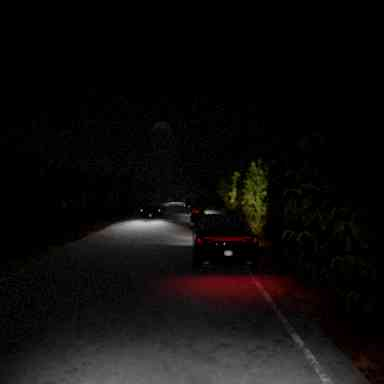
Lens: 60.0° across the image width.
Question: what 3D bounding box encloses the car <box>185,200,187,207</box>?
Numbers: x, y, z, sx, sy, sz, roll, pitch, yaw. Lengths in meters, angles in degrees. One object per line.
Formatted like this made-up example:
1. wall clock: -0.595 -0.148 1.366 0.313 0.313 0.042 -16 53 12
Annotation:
1. car: 0.007 1.446 48.215 2.033 1.411 5.357 0 0 0

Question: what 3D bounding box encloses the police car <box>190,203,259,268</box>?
1. police car: 0.959 1.401 11.361 1.930 1.638 5.238 0 0 0

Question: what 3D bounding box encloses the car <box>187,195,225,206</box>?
1. car: 0.960 1.176 21.280 2.150 2.045 5.566 0 0 0

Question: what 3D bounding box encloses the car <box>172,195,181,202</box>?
1. car: -3.200 1.368 69.246 2.128 1.511 4.902 0 0 0

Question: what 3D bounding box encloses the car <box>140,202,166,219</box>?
1. car: -3.300 1.540 28.612 1.895 1.301 4.718 0 0 0

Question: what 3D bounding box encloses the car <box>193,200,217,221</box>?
1. car: 0.960 1.469 27.251 1.812 1.442 4.674 0 0 0
